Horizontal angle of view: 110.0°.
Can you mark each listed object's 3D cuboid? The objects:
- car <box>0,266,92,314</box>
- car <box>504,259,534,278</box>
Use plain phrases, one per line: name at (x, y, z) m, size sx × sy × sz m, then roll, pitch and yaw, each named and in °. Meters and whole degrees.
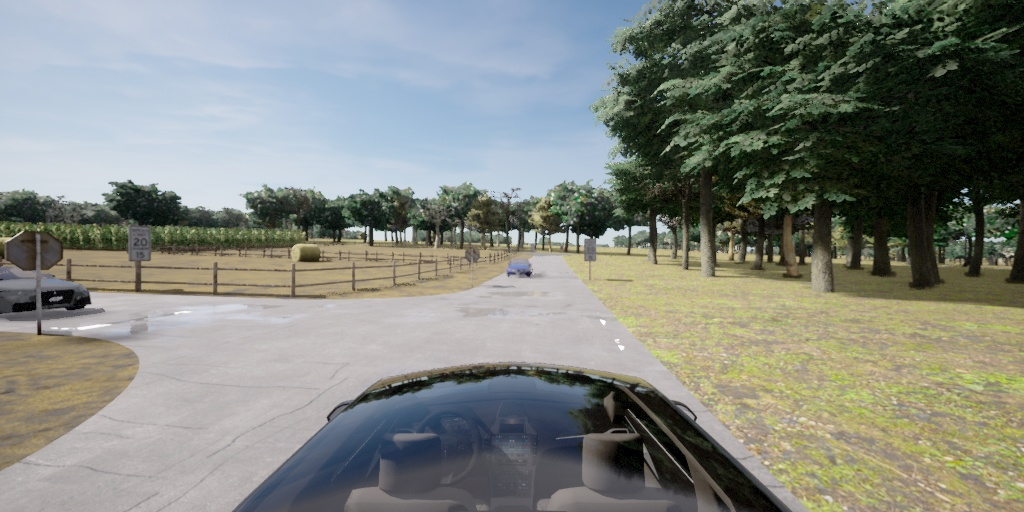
car at (-15.097, 1.012, 10.540) m, size 4.181 × 1.385 × 1.994 m, roll 1°, pitch 1°, yaw 6°
car at (0.679, 0.967, 29.129) m, size 1.812 × 1.442 × 4.674 m, roll 0°, pitch 1°, yaw 7°
